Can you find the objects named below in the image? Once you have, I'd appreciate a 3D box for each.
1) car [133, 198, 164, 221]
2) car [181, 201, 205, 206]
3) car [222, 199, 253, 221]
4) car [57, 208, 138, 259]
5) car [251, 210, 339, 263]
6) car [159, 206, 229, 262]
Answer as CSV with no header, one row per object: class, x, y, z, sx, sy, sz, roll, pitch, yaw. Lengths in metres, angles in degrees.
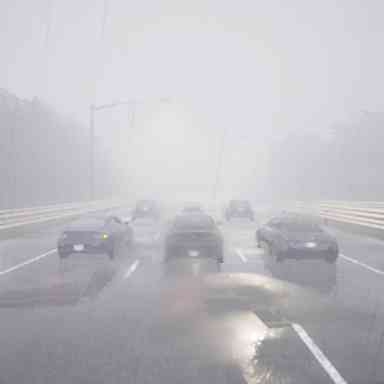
car,-3.427,1.309,26.541,2.097,1.767,4.553,0,0,0
car,0.078,1.477,27.883,1.812,1.442,4.674,0,0,0
car,3.573,1.309,26.537,2.097,1.767,4.553,0,0,0
car,-3.423,1.518,12.369,1.812,1.442,4.674,0,0,0
car,3.572,1.556,12.001,1.994,1.385,4.181,0,0,0
car,0.073,1.499,11.982,1.837,1.490,4.892,0,1,0
